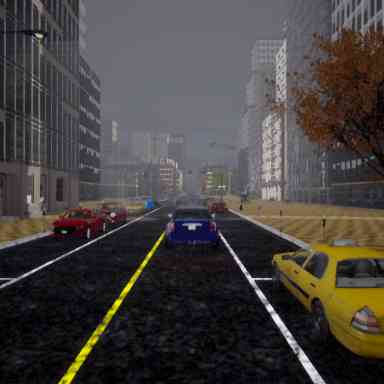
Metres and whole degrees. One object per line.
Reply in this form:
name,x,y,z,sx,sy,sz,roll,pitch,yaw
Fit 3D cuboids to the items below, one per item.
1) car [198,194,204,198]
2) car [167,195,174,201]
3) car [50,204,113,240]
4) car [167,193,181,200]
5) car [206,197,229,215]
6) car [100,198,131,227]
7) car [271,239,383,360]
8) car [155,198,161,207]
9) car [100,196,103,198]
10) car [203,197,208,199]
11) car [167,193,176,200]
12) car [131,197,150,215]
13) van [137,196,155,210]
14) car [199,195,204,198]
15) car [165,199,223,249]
car,2.693,1.532,94.053,1.752,1.417,4.829,0,0,0
car,-5.687,1.588,88.330,1.802,1.307,4.206,0,0,0
car,-5.687,1.544,17.079,1.887,1.381,4.507,0,0,0
car,-3.000,1.525,61.651,2.128,1.511,4.902,0,0,0
car,2.693,1.546,33.697,1.887,1.381,4.507,0,0,0
car,-5.687,1.440,22.618,1.967,1.590,4.097,0,0,0
car,2.693,1.524,6.170,1.752,1.417,4.829,0,0,0
car,-5.687,1.568,50.314,1.947,1.339,4.313,0,0,0
car,-22.814,1.343,77.254,4.206,1.307,1.802,1,-1,-1
car,2.694,1.442,39.236,1.967,1.590,4.097,0,0,0
car,-5.686,1.322,93.881,2.192,1.841,5.009,0,0,0
car,-5.687,1.526,33.526,1.752,1.417,4.829,0,0,0
van,-5.686,1.343,39.236,1.690,1.788,3.998,0,0,0
car,2.693,1.569,55.854,1.947,1.339,4.313,0,0,0
car,0.000,1.367,14.619,2.097,1.767,4.553,0,0,0
